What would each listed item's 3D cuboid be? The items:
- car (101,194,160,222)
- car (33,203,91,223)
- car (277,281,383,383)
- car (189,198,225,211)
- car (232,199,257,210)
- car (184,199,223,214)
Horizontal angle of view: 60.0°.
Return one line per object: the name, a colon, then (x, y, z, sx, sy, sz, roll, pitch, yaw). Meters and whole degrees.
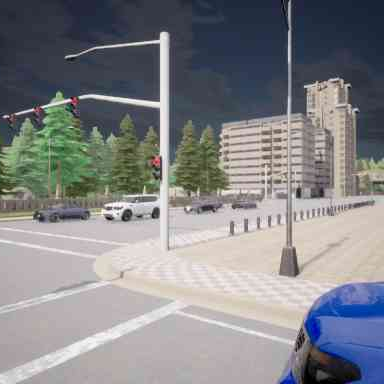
car: (-4.720, 1.221, 27.217, 2.150, 2.045, 5.566, 0, 0, 35)
car: (-10.013, 1.564, 25.824, 1.994, 1.385, 4.181, 0, 0, 36)
car: (3.280, 1.221, 1.626, 5.566, 2.045, 2.150, 0, 0, 36)
car: (1.985, 1.546, 42.638, 2.033, 1.411, 5.357, 0, 0, 36)
car: (6.872, 1.564, 43.438, 1.994, 1.385, 4.181, 0, 0, 36)
car: (1.045, 1.492, 35.296, 2.128, 1.511, 4.902, 0, 0, 36)
